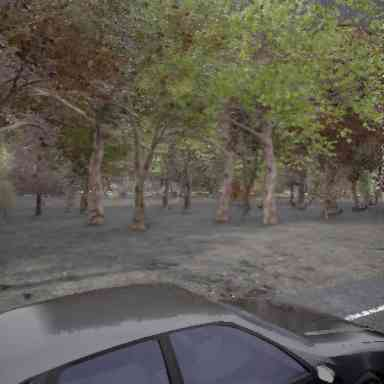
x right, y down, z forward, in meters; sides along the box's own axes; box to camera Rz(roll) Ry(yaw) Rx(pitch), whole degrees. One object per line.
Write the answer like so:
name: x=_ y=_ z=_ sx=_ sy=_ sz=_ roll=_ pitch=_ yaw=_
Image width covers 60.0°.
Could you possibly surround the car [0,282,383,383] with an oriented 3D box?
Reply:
car: x=-0.370 y=1.555 z=2.696 sx=5.357 sy=1.411 sz=2.033 roll=0 pitch=0 yaw=-33
